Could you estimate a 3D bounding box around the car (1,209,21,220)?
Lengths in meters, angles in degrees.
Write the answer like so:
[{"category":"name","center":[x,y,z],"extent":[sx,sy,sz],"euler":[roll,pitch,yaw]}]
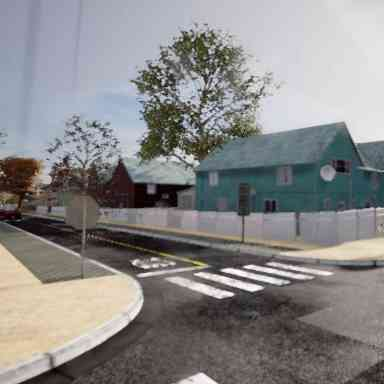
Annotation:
[{"category":"car","center":[-23.645,2.921,43.480],"extent":[1.895,1.301,4.718],"euler":[2,-2,-35]}]
